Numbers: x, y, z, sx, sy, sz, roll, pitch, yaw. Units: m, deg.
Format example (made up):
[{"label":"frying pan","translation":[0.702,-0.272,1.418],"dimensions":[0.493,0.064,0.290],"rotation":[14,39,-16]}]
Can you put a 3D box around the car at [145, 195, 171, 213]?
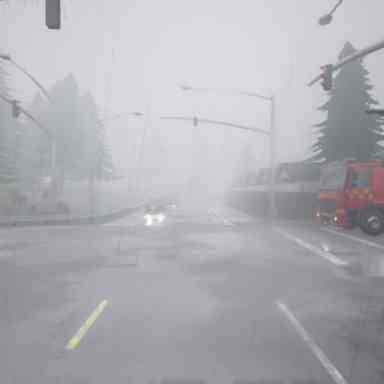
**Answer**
[{"label":"car","translation":[-3.594,1.318,33.776],"dimensions":[2.128,1.511,4.902],"rotation":[0,0,0]}]

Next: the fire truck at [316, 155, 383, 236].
[{"label":"fire truck","translation":[10.754,0.058,16.345],"dimensions":[8.468,3.827,2.891],"rotation":[0,0,0]}]

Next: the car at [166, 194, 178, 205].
[{"label":"car","translation":[-3.398,1.086,51.261],"dimensions":[2.097,1.767,4.553],"rotation":[0,0,3]}]
